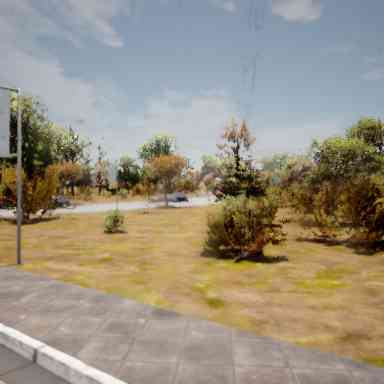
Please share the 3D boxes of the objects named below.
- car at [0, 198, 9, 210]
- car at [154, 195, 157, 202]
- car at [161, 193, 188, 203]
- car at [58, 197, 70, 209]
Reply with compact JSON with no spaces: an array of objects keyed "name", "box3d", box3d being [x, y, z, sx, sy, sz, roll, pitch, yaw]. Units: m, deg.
[{"name":"car","box3d":[-21.558,1.049,40.925,2.150,2.045,5.566,0,0,39]},{"name":"car","box3d":[-6.205,1.204,60.033,1.895,1.301,4.718,0,1,38]},{"name":"car","box3d":[-2.719,0.946,58.796,2.097,1.767,4.553,0,1,38]},{"name":"car","box3d":[-17.352,1.344,40.577,1.837,1.490,4.892,0,0,39]}]
